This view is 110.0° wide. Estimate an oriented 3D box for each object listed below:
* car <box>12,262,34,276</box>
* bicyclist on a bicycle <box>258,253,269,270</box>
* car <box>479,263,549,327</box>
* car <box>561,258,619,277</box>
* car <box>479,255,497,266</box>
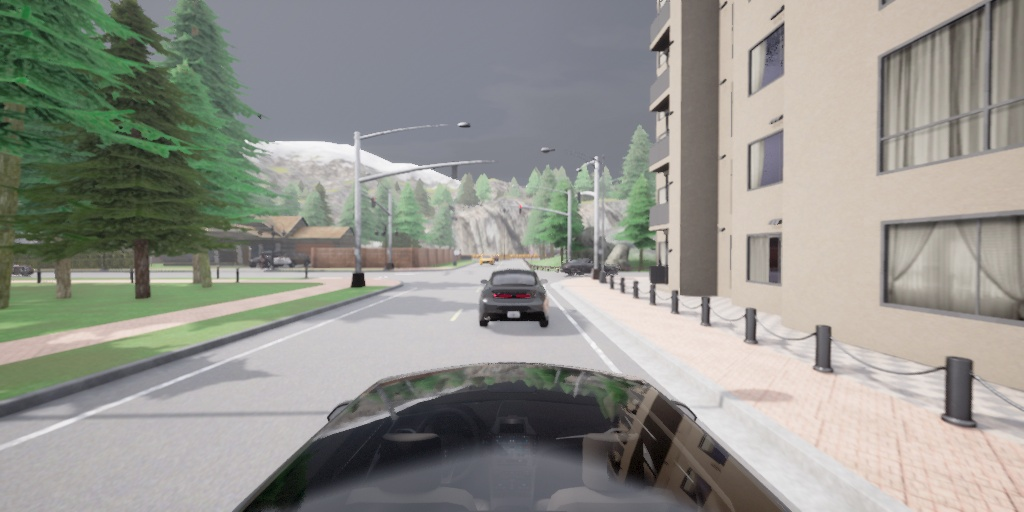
[{"bbox_3d":[-40.051,0.917,27.613,4.674,1.442,1.812,0,1,-2],"label":"car"},{"bbox_3d":[-24.553,0.566,35.467,0.582,1.620,1.656,0,1,-1],"label":"bicyclist on a bicycle"},{"bbox_3d":[0.060,1.130,10.979,1.837,1.490,4.892,0,1,0],"label":"car"},{"bbox_3d":[6.310,0.919,29.157,4.674,1.442,1.812,0,0,-7],"label":"car"},{"bbox_3d":[-3.571,0.565,51.247,1.882,1.535,5.008,0,1,0],"label":"car"}]
